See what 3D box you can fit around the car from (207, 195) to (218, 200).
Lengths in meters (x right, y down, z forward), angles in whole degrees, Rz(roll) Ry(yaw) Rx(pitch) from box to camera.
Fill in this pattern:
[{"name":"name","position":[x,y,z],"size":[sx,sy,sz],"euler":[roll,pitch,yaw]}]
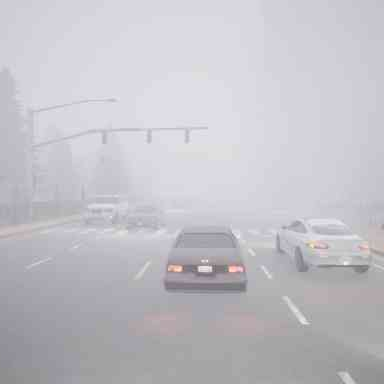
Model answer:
[{"name":"car","position":[5.129,1.591,91.129],"size":[1.895,1.301,4.718],"euler":[0,0,41]}]

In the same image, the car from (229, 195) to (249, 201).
[{"name":"car","position":[11.994,1.525,88.171],"size":[4.902,1.511,2.128],"euler":[0,0,-44]}]

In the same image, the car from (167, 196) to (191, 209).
[{"name":"car","position":[-1.723,1.493,45.981],"size":[2.128,1.511,4.902],"euler":[0,0,2]}]

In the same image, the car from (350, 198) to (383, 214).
[{"name":"car","position":[20.162,1.407,35.994],"size":[4.553,1.767,2.097],"euler":[0,0,2]}]

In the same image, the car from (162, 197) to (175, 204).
[{"name":"car","position":[-4.444,1.601,63.355],"size":[1.895,1.301,4.718],"euler":[0,0,3]}]

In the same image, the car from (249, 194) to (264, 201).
[{"name":"car","position":[17.008,1.540,87.807],"size":[5.357,1.411,2.033],"euler":[0,0,-35]}]

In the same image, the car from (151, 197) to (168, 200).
[{"name":"car","position":[-5.126,1.477,48.261],"size":[1.882,1.535,5.008],"euler":[0,0,2]}]

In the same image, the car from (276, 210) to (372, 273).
[{"name":"car","position":[3.963,1.526,10.614],"size":[1.812,1.442,4.674],"euler":[0,0,3]}]

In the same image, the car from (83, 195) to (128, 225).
[{"name":"car","position":[-6.129,1.221,24.503],"size":[2.150,2.045,5.566],"euler":[0,0,2]}]

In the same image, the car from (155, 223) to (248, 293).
[{"name":"car","position":[0.380,1.547,8.988],"size":[2.033,1.411,5.357],"euler":[0,0,3]}]

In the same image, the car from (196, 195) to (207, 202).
[{"name":"car","position":[1.370,1.500,78.202],"size":[1.837,1.490,4.892],"euler":[0,0,19]}]

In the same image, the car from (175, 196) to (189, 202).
[{"name":"car","position":[-2.321,1.552,78.276],"size":[1.994,1.385,4.181],"euler":[0,0,19]}]

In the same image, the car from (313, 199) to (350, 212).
[{"name":"car","position":[16.997,1.547,39.615],"size":[4.902,1.511,2.128],"euler":[0,0,3]}]

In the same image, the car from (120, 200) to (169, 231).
[{"name":"car","position":[-2.788,1.505,20.658],"size":[1.837,1.490,4.892],"euler":[0,0,2]}]

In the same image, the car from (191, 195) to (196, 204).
[{"name":"car","position":[-0.789,1.477,66.442],"size":[1.882,1.535,5.008],"euler":[0,0,4]}]
